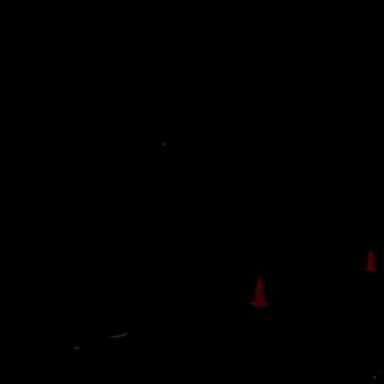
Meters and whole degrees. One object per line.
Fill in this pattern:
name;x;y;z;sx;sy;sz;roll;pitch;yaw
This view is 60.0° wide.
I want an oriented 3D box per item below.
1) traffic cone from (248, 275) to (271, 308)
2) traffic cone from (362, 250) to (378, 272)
traffic cone;1.373;1.972;6.730;0.340;0.580;0.340;0;0;-37
traffic cone;5.254;2.003;9.777;0.340;0.580;0.340;1;-1;-39
